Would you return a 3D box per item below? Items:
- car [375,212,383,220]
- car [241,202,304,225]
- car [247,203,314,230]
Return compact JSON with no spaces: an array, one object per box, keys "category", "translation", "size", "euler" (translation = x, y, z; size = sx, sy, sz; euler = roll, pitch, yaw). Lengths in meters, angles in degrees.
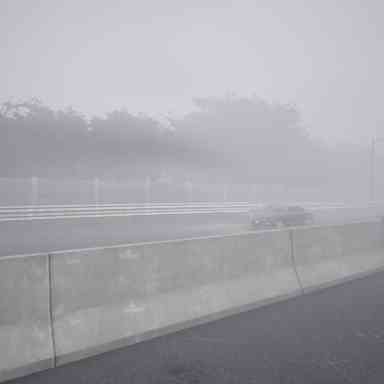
[{"category":"car","translation":[15.194,1.720,23.909],"size":[5.357,1.411,2.033],"euler":[1,0,-37]},{"category":"car","translation":[6.380,1.601,26.057],"size":[4.902,1.511,2.128],"euler":[1,0,-37]},{"category":"car","translation":[5.822,1.580,21.282],"size":[4.892,1.490,1.837],"euler":[1,0,-37]}]
